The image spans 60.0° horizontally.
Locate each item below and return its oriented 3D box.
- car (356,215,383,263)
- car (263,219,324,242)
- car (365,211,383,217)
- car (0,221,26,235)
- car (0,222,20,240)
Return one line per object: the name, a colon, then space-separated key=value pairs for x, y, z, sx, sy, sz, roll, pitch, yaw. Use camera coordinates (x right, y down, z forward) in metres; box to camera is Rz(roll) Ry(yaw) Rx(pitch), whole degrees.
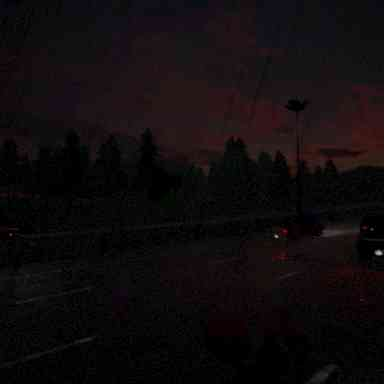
car: x=7.978 y=1.840 z=12.813 sx=4.902 sy=1.511 sz=2.128 roll=0 pitch=-3 yaw=-44
car: x=6.571 y=2.334 z=21.188 sx=4.718 sy=1.301 sz=1.895 roll=0 pitch=-3 yaw=-44
car: x=13.048 y=2.079 z=22.619 sx=4.892 sy=1.490 sz=1.837 roll=0 pitch=-3 yaw=-44
car: x=-13.770 y=2.827 z=21.198 sx=5.008 sy=1.535 sz=1.882 roll=1 pitch=-4 yaw=-44
car: x=-12.321 y=2.646 z=17.732 sx=4.902 sy=1.511 sz=2.128 roll=1 pitch=-4 yaw=-44
